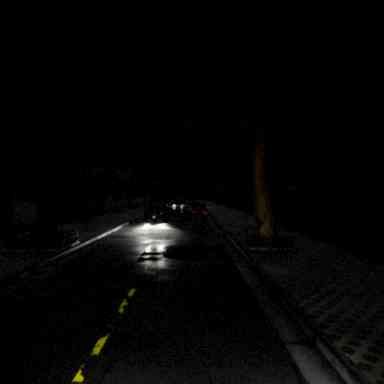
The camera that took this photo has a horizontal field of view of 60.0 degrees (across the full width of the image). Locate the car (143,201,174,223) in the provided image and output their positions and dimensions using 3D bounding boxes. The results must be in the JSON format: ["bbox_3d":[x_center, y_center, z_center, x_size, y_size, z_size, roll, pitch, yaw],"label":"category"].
[{"bbox_3d":[-2.867,1.638,27.488,2.128,1.511,4.902,0,0,0],"label":"car"}]

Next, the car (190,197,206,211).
[{"bbox_3d":[0.929,1.741,45.279,1.812,1.442,4.674,0,0,0],"label":"car"}]

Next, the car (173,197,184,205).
[{"bbox_3d":[-2.802,1.815,68.080,1.812,1.442,4.674,0,0,0],"label":"car"}]

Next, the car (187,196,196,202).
[{"bbox_3d":[-0.061,1.816,83.298,2.128,1.511,4.902,0,0,0],"label":"car"}]

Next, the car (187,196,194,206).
[{"bbox_3d":[-0.047,1.822,63.204,2.033,1.411,5.357,0,0,0],"label":"car"}]
